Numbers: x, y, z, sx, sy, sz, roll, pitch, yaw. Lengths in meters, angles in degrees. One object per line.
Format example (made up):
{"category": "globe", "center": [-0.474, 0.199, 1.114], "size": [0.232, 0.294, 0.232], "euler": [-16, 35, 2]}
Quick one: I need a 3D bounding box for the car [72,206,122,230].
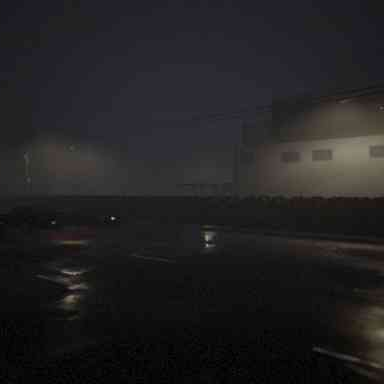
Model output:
{"category": "car", "center": [-6.469, 1.585, 21.500], "size": [4.181, 1.385, 1.994], "euler": [0, 0, 36]}

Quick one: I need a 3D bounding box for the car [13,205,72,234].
{"category": "car", "center": [-9.464, 1.500, 19.338], "size": [5.008, 1.535, 1.882], "euler": [0, 0, 36]}

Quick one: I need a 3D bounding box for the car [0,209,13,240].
{"category": "car", "center": [-10.769, 1.585, 15.969], "size": [4.181, 1.385, 1.994], "euler": [0, 0, 36]}
